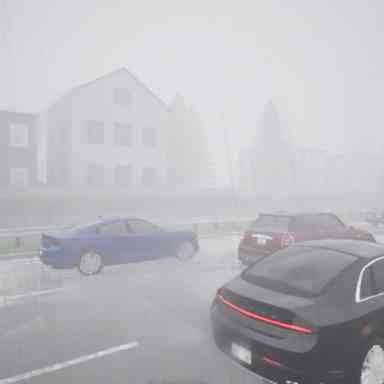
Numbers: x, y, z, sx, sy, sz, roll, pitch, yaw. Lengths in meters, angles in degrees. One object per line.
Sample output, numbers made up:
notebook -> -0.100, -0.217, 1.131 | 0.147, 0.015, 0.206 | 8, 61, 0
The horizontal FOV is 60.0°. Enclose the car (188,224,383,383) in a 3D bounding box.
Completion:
car -> 2.508, 1.490, 5.012 | 4.892, 1.490, 1.837 | 0, 0, -35

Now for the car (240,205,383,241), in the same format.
car -> 3.584, 1.324, 10.073 | 4.553, 1.767, 2.097 | 0, 0, -35

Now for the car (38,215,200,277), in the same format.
car -> -2.043, 1.461, 10.366 | 5.008, 1.535, 1.882 | 0, 0, -35
